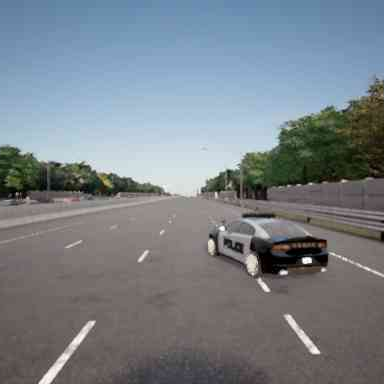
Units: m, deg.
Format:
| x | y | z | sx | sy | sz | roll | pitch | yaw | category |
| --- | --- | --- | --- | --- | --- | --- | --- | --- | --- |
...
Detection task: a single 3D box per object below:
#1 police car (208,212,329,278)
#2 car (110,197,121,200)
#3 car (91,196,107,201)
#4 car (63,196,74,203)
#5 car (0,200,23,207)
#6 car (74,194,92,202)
| x | y | z | sx | sy | sz | roll | pitch | yaw | category |
| --- | --- | --- | --- | --- | --- | --- | --- | --- | --- |
| 2.032 | 1.474 | 10.614 | 1.930 | 1.638 | 5.238 | 0 | 0 | -18 | police car |
| -17.506 | 1.786 | 76.564 | 1.812 | 1.442 | 4.674 | 0 | -1 | 0 | car |
| -21.006 | 1.762 | 76.564 | 1.837 | 1.490 | 4.892 | 0 | -1 | 0 | car |
| -28.006 | 1.618 | 76.595 | 2.097 | 1.767 | 4.553 | 0 | -1 | 0 | car |
| -21.003 | 1.656 | 38.001 | 1.812 | 1.442 | 4.674 | 0 | 0 | 0 | car |
| -24.506 | 1.487 | 76.537 | 2.150 | 2.045 | 5.566 | 0 | -1 | 0 | car |
